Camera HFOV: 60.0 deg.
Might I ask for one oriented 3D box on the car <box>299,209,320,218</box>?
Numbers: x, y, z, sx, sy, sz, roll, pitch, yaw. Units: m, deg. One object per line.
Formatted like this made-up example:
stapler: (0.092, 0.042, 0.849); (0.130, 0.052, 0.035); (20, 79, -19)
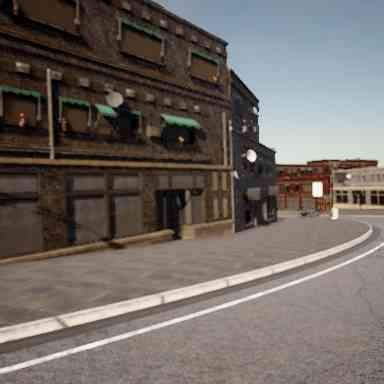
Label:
car: (20.922, 3.819, 59.412); (1.837, 1.490, 4.892); (-1, -3, -9)
